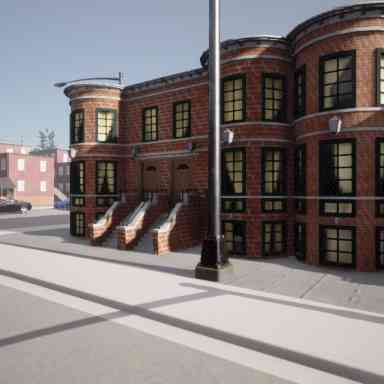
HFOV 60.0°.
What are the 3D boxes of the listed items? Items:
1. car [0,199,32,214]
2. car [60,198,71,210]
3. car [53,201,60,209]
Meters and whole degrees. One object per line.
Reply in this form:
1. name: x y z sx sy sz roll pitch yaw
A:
1. car: -18.767 1.491 33.567 2.128 1.511 4.902 0 0 36
2. car: -13.327 1.599 41.167 1.895 1.301 4.718 0 0 36
3. car: -15.729 1.478 43.828 1.882 1.535 5.008 0 0 35
